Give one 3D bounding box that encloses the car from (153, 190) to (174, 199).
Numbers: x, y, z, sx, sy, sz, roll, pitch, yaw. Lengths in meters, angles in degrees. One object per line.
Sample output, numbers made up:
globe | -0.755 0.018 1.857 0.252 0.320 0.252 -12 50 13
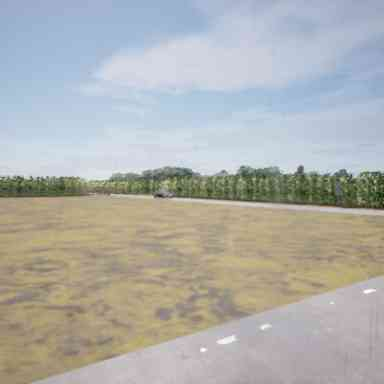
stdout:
car | -5.130 0.446 59.641 2.128 1.511 4.902 0 1 -35
